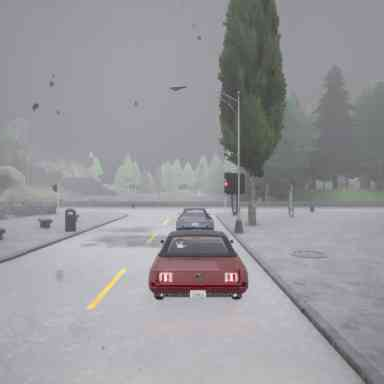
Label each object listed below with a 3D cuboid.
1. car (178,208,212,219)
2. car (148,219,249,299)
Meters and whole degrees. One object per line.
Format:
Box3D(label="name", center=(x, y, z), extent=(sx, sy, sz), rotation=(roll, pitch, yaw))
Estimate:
Box3D(label="car", center=(0.157, 1.564, 18.413), extent=(1.994, 1.385, 4.181), rotation=(0, 0, 0))
Box3D(label="car", center=(0.125, 1.601, 8.373), extent=(1.895, 1.301, 4.718), rotation=(0, 0, 0))
